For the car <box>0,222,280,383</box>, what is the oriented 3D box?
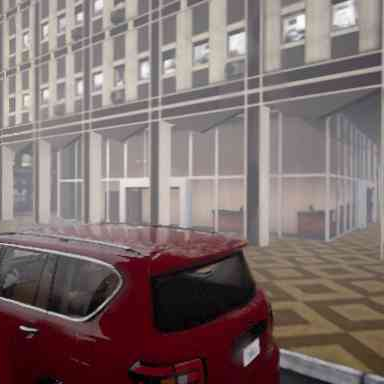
[{"bbox_3d":[-1.503,1.300,3.920,5.009,1.841,2.192,0,0,35],"label":"car"}]
